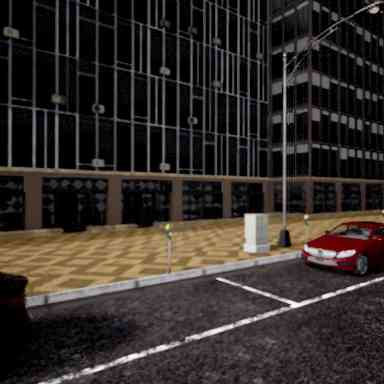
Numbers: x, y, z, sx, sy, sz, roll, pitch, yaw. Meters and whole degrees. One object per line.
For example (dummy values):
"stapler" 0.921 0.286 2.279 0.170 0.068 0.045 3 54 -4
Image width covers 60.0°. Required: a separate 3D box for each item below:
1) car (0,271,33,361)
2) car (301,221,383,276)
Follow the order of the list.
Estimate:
"car" -4.107 1.567 3.628 4.313 1.339 1.947 0 0 -35
"car" 5.166 1.570 10.230 4.206 1.307 1.802 0 0 -35
